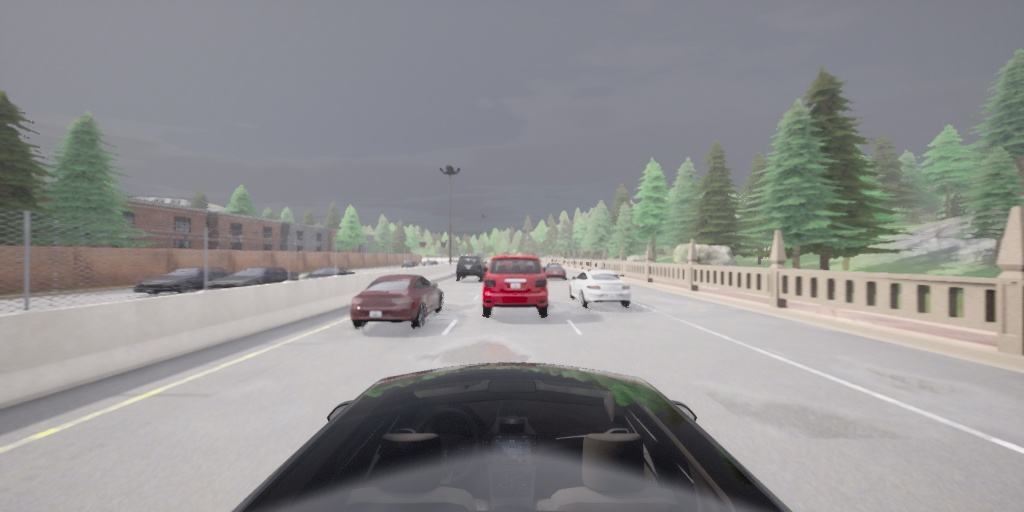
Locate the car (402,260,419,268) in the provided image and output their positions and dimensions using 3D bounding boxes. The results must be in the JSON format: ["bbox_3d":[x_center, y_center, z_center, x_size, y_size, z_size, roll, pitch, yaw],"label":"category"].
[{"bbox_3d":[-17.471,1.363,61.803,1.994,1.385,4.181,0,0,1],"label":"car"}]

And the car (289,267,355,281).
[{"bbox_3d":[-10.582,1.328,20.862,1.994,1.385,4.181,0,0,0],"label":"car"}]

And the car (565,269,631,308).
[{"bbox_3d":[3.611,1.290,15.228,1.812,1.442,4.674,0,0,0],"label":"car"}]

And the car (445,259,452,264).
[{"bbox_3d":[-10.471,1.281,62.613,1.882,1.535,5.008,0,0,1],"label":"car"}]

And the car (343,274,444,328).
[{"bbox_3d":[-3.403,1.283,11.244,1.812,1.442,4.674,0,0,0],"label":"car"}]

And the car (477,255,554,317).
[{"bbox_3d":[0.108,0.983,13.440,2.150,2.045,5.566,0,0,0],"label":"car"}]

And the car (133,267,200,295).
[{"bbox_3d":[-17.584,1.308,20.065,2.033,1.411,5.357,0,0,0],"label":"car"}]

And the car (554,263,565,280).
[{"bbox_3d":[3.627,1.344,31.995,1.994,1.385,4.181,0,0,0],"label":"car"}]

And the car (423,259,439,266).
[{"bbox_3d":[-13.973,1.295,61.942,2.128,1.511,4.902,0,0,1],"label":"car"}]

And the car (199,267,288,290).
[{"bbox_3d":[-14.084,1.309,20.141,2.033,1.411,5.357,0,0,0],"label":"car"}]

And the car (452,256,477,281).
[{"bbox_3d":[-3.374,0.999,30.451,2.150,2.045,5.566,0,0,0],"label":"car"}]
